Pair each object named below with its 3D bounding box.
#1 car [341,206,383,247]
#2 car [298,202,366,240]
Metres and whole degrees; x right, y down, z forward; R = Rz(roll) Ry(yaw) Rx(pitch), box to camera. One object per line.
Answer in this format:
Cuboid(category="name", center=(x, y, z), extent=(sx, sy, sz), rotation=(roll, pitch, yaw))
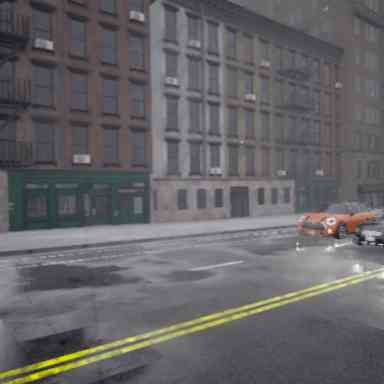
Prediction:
Cuboid(category="car", center=(8.647, 1.470, 13.840), extent=(4.902, 1.511, 2.128), rotation=(0, 0, -35))
Cuboid(category="car", center=(7.471, 1.328, 16.991), extent=(4.553, 1.767, 2.097), rotation=(0, 0, -35))
